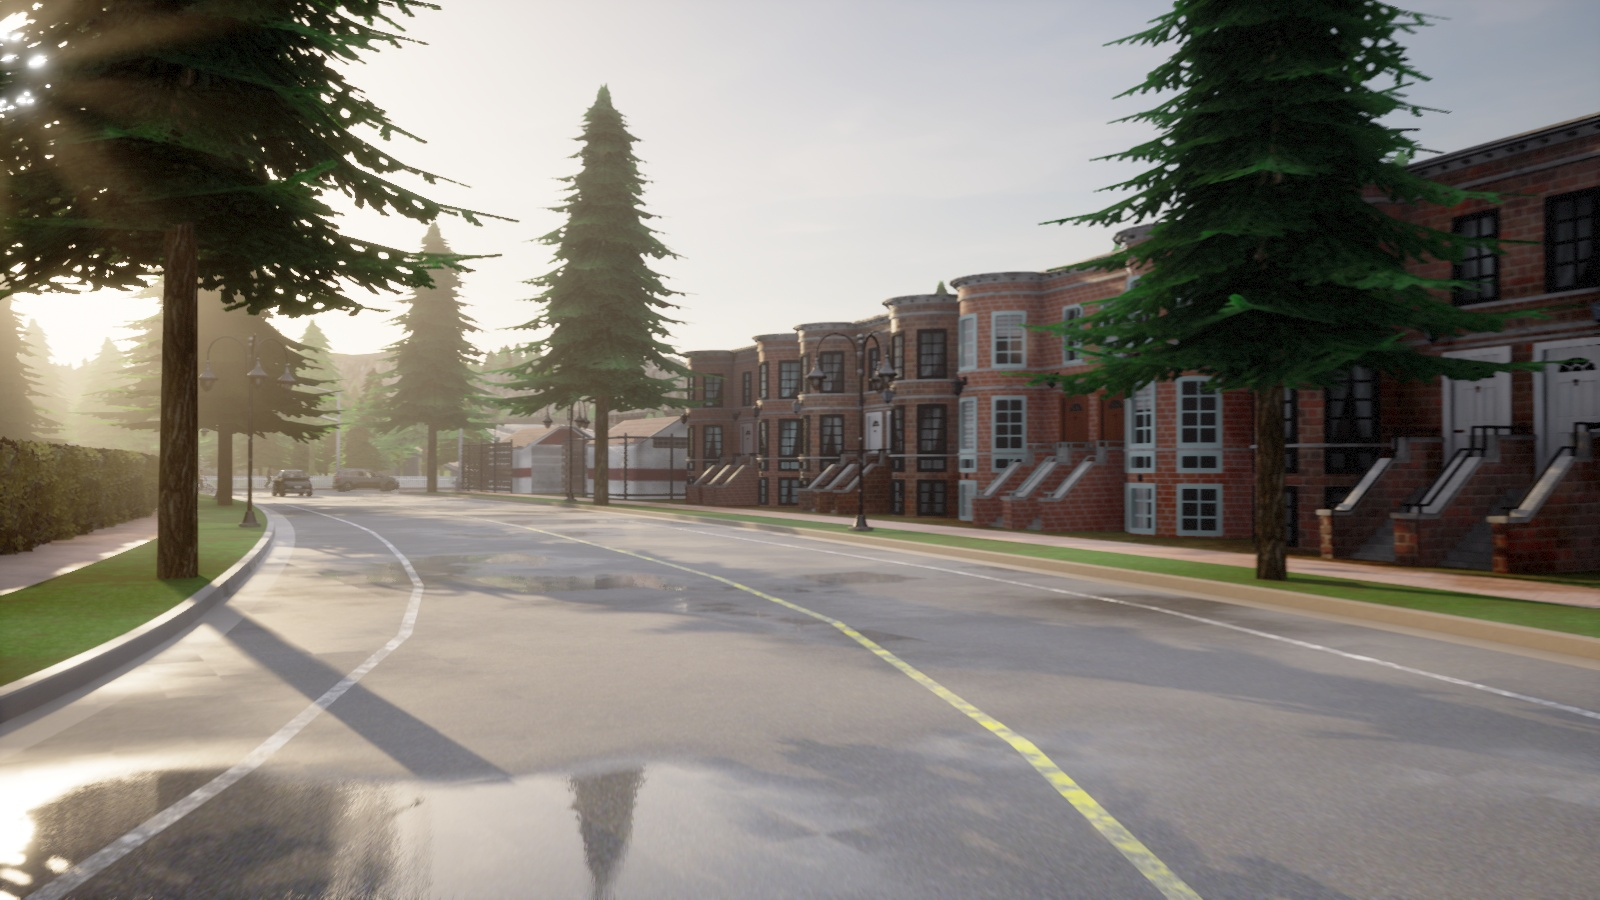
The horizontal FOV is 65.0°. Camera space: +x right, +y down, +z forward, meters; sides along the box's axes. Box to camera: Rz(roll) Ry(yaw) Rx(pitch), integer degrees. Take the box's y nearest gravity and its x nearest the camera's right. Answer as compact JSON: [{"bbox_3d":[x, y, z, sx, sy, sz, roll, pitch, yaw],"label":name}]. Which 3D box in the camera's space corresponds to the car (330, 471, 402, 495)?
[{"bbox_3d":[-31.375,2.369,90.758,4.611,1.667,2.242,0,-1,-30],"label":"car"}]

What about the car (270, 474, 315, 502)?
[{"bbox_3d":[-29.114,2.139,71.969,1.789,1.549,3.705,0,-1,-32],"label":"car"}]
